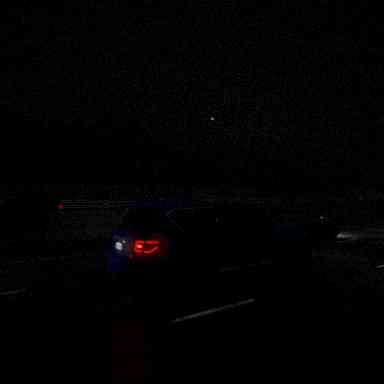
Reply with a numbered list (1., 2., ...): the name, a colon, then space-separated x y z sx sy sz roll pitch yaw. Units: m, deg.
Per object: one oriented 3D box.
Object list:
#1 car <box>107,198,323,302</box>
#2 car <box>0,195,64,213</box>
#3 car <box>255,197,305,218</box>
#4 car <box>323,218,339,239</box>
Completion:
1. car: 0.666 1.228 8.508 5.566 2.045 2.150 0 0 -35
2. car: -11.294 1.226 21.732 5.566 2.045 2.150 0 0 -36
3. car: 8.362 1.390 31.398 4.553 1.767 2.097 0 0 -35
4. car: 5.257 1.584 16.099 4.181 1.385 1.994 0 0 -36
